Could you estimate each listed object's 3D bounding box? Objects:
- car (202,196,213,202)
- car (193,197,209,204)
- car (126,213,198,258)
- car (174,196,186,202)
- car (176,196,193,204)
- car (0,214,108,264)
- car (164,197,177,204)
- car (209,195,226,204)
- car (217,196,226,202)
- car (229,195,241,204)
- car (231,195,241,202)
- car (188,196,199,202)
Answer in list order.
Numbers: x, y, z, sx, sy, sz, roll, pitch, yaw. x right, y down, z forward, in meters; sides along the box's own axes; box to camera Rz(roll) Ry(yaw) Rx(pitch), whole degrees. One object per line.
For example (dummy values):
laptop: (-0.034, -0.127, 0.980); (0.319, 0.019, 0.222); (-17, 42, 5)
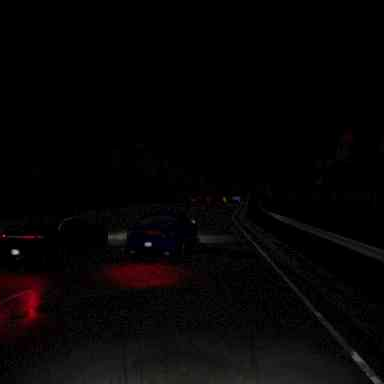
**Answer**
car: (3.884, 1.819, 82.631); (1.994, 1.385, 4.181); (0, 0, 10)
car: (2.100, 1.849, 72.364); (1.882, 1.535, 5.008); (0, 0, 10)
car: (-0.983, 1.547, 13.149); (1.882, 1.535, 5.008); (0, 0, 10)
car: (-3.013, 1.746, 83.829); (1.882, 1.535, 5.008); (0, 0, 10)
car: (-1.348, 1.912, 72.963); (2.033, 1.411, 5.357); (0, 0, 10)
car: (-4.719, 1.553, 12.099); (2.128, 1.511, 4.902); (0, 0, 10)
car: (-4.797, 1.913, 73.562); (2.033, 1.411, 5.357); (0, 0, 10)
car: (5.554, 1.595, 71.796); (2.150, 2.045, 5.566); (0, 0, 10)
car: (7.332, 1.743, 82.032); (1.882, 1.535, 5.008); (0, 0, 10)
car: (9.073, 1.967, 71.605); (1.895, 1.301, 4.718); (0, 0, 10)
car: (10.776, 1.619, 81.404); (2.097, 1.767, 4.553); (0, 0, 10)
car: (0.436, 1.820, 83.230); (1.994, 1.385, 4.181); (0, 0, 10)
